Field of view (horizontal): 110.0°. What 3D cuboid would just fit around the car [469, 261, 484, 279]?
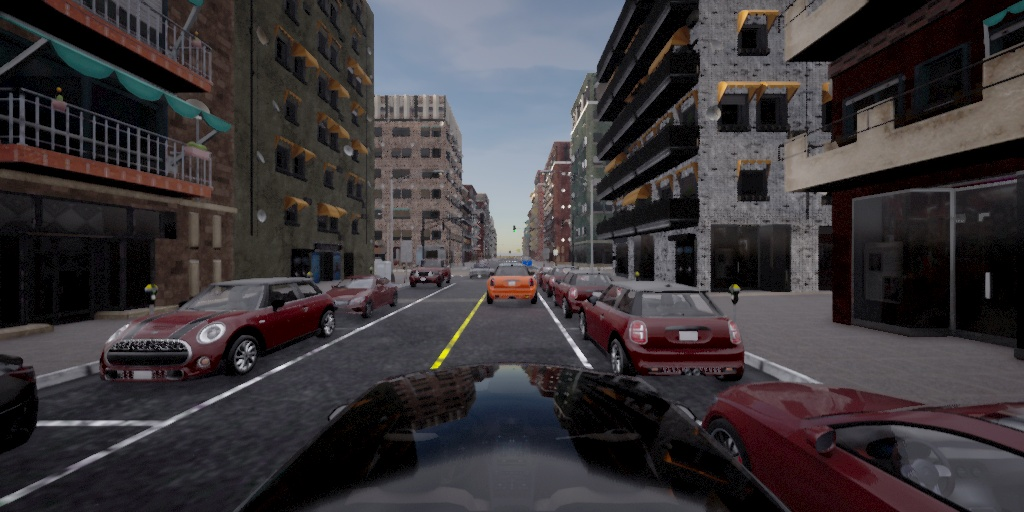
[{"bbox_3d":[-2.750,1.399,32.470,1.895,1.301,4.718,0,0,0],"label":"car"}]

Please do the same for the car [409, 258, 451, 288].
[{"bbox_3d":[-5.315,1.060,23.935,2.192,1.841,5.009,0,0,0],"label":"car"}]

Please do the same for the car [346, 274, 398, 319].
[{"bbox_3d":[-5.315,1.329,12.746,1.802,1.307,4.207,0,0,0],"label":"car"}]

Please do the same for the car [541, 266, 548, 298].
[{"bbox_3d":[2.565,1.186,18.341,1.967,1.591,4.097,0,0,0],"label":"car"}]

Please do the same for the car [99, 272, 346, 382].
[{"bbox_3d":[-5.315,1.187,7.152,1.967,1.591,4.097,0,0,0],"label":"car"}]

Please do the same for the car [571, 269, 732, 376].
[{"bbox_3d":[2.565,1.187,7.152,1.967,1.591,4.097,0,0,0],"label":"car"}]

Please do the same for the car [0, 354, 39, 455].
[{"bbox_3d":[-5.315,1.313,1.558,1.948,1.339,4.313,0,0,0],"label":"car"}]

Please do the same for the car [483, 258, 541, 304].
[{"bbox_3d":[0.000,1.113,16.470,2.097,1.767,4.553,0,0,0],"label":"car"}]

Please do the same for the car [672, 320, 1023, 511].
[{"bbox_3d":[2.565,1.330,1.558,1.802,1.307,4.207,0,0,0],"label":"car"}]

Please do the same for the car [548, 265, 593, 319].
[{"bbox_3d":[2.565,1.187,12.746,1.967,1.591,4.097,0,0,0],"label":"car"}]

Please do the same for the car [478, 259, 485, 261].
[{"bbox_3d":[-5.282,1.313,62.140,1.802,1.307,4.207,0,0,0],"label":"car"}]
